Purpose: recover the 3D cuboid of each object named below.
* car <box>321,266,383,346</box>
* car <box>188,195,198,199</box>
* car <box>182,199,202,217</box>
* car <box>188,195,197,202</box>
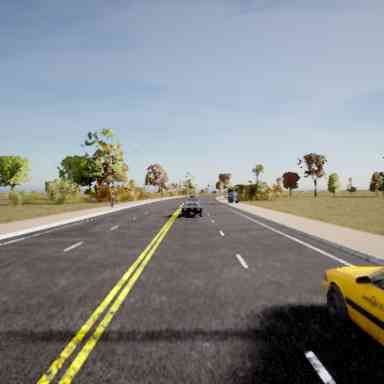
[{"bbox_3d":[3.250,1.456,3.967,1.801,1.575,5.366,0,0,0],"label":"car"},{"bbox_3d":[0.098,1.531,46.740,2.033,1.411,5.357,0,0,0],"label":"car"},{"bbox_3d":[-0.002,1.591,31.802,1.895,1.301,4.718,0,0,0],"label":"car"},{"bbox_3d":[0.150,1.468,73.511,1.837,1.490,4.892,0,0,1],"label":"car"}]
